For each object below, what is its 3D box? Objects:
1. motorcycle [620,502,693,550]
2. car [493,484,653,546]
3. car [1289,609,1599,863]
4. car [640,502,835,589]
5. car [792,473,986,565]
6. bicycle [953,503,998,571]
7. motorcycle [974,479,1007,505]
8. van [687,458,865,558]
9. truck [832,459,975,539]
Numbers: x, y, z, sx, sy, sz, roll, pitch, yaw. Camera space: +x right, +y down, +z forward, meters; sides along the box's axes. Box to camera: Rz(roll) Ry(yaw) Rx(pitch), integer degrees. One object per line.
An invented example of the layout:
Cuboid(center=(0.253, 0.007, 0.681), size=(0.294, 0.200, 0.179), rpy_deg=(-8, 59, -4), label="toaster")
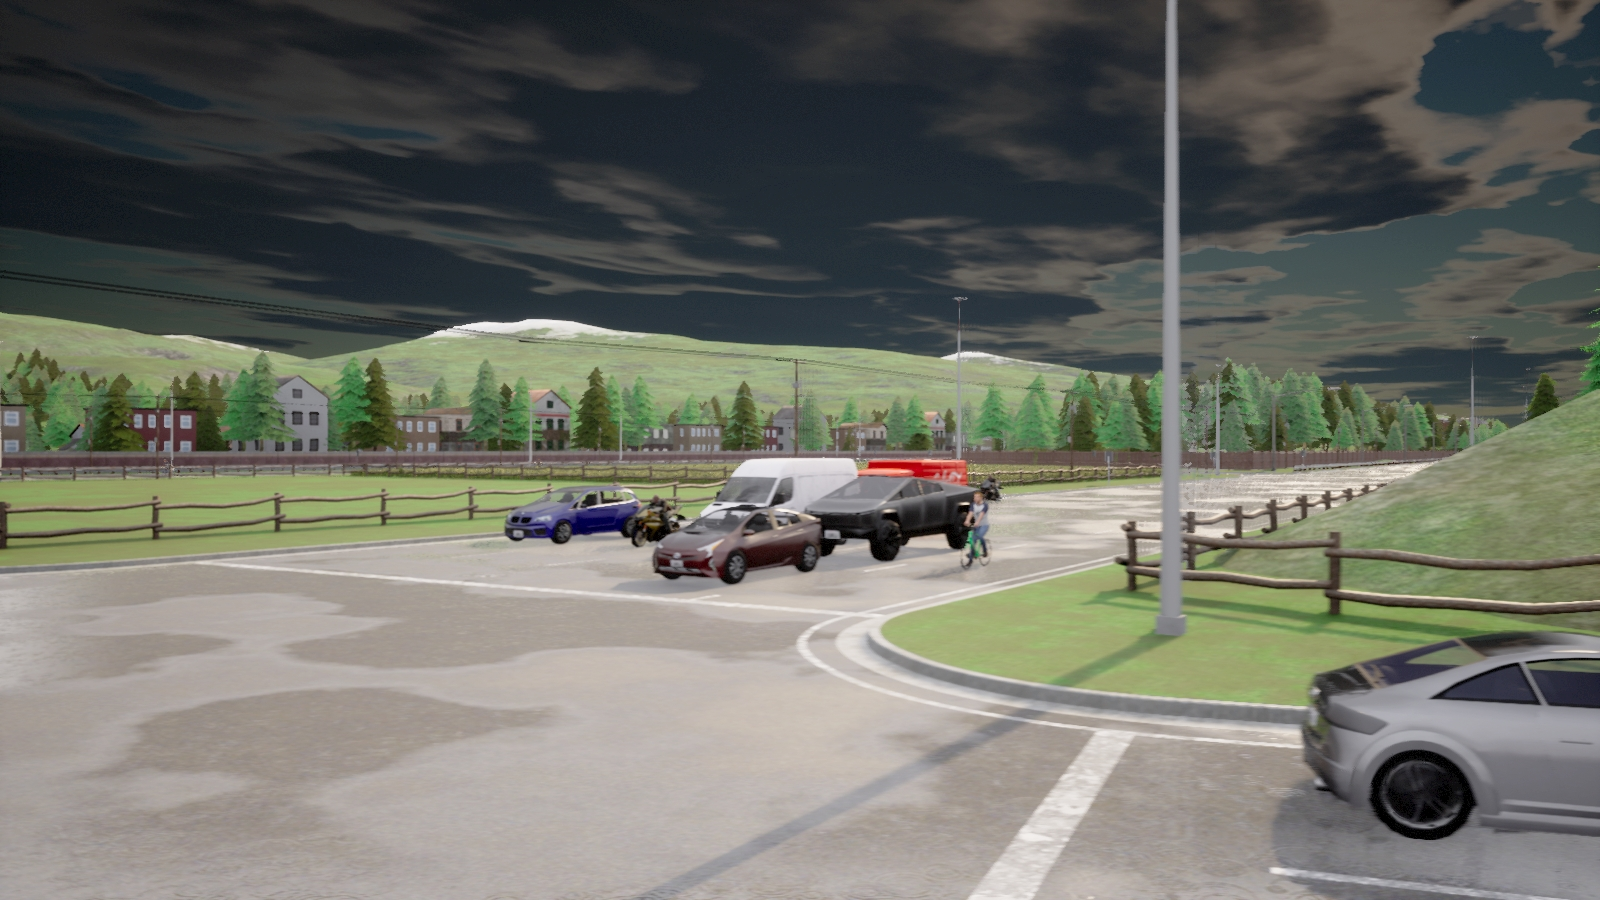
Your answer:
Cuboid(center=(-4.180, 2.197, 33.515), size=(0.867, 1.251, 2.209), rpy_deg=(0, 0, 35), label="motorcycle")
Cuboid(center=(-6.998, 1.958, 35.591), size=(2.242, 1.667, 4.611), rpy_deg=(0, 0, 35), label="car")
Cuboid(center=(6.064, 2.120, 8.639), size=(4.181, 1.385, 1.994), rpy_deg=(0, 0, 18), label="car")
Cuboid(center=(-1.278, 2.035, 25.402), size=(2.007, 1.525, 4.514), rpy_deg=(0, 0, 34), label="car")
Cuboid(center=(2.582, 1.750, 30.975), size=(2.390, 2.098, 6.274), rpy_deg=(0, 0, 35), label="car")
Cuboid(center=(4.187, 2.054, 27.153), size=(0.373, 1.496, 1.643), rpy_deg=(0, 0, 35), label="bicycle")
Cuboid(center=(10.027, 2.201, 60.043), size=(0.867, 1.251, 2.209), rpy_deg=(0, 0, 35), label="motorcycle")
Cuboid(center=(-0.529, 1.529, 32.642), size=(1.988, 2.561, 5.915), rpy_deg=(0, 0, 35), label="van")
Cuboid(center=(3.589, 1.562, 38.725), size=(2.627, 2.467, 5.204), rpy_deg=(0, 0, 34), label="truck")
